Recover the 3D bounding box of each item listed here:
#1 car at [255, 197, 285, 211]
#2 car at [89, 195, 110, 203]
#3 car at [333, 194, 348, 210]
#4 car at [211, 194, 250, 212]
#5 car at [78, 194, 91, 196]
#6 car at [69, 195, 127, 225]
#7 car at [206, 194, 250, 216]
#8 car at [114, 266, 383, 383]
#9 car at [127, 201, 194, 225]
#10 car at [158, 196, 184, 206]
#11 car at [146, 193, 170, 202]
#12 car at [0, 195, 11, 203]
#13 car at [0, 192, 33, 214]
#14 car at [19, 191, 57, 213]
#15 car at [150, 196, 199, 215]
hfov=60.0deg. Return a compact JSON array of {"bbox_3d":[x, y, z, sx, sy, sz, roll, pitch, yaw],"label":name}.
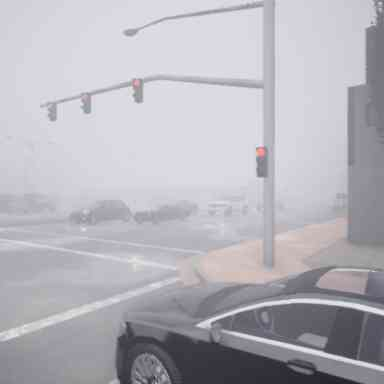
[{"bbox_3d":[9.549,1.604,40.390,1.895,1.301,4.718,0,0,37],"label":"car"},{"bbox_3d":[-17.672,1.366,63.715,3.905,1.438,1.784,0,0,35],"label":"car"},{"bbox_3d":[19.248,1.225,41.349,2.150,2.045,5.566,0,0,37],"label":"car"},{"bbox_3d":[4.746,1.224,39.823,2.150,2.045,5.566,0,0,37],"label":"car"},{"bbox_3d":[-19.398,1.155,61.388,4.605,1.855,1.932,0,0,35],"label":"car"},{"bbox_3d":[-6.697,1.353,24.419,2.097,1.767,4.553,0,0,36],"label":"car"},{"bbox_3d":[3.621,1.223,32.483,2.150,2.045,5.566,0,0,37],"label":"car"},{"bbox_3d":[1.335,1.492,3.071,4.902,1.511,2.128,0,0,36],"label":"car"},{"bbox_3d":[-2.199,1.602,24.647,1.895,1.301,4.718,0,0,36],"label":"car"},{"bbox_3d":[-3.406,1.398,53.637,3.806,1.475,1.970,0,0,35],"label":"car"},{"bbox_3d":[-5.088,1.158,51.280,3.866,1.878,1.905,0,0,35],"label":"car"},{"bbox_3d":[-36.407,1.364,63.343,3.905,1.438,1.784,0,0,35],"label":"car"},{"bbox_3d":[-18.115,1.154,32.913,4.605,1.855,1.932,0,0,35],"label":"car"},{"bbox_3d":[-16.398,1.157,35.244,3.866,1.878,1.905,0,0,35],"label":"car"},{"bbox_3d":[-1.362,1.479,31.653,1.882,1.535,5.008,0,0,37],"label":"car"}]
